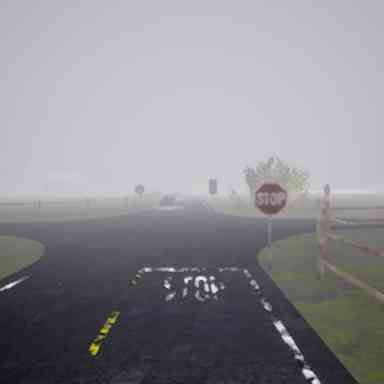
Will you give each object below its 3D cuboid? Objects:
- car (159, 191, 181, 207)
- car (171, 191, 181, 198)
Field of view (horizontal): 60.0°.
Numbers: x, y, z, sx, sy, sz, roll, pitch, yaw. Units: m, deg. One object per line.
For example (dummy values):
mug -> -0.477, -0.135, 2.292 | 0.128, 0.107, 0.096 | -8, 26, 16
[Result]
car -> -2.563, 0.911, 37.521 | 1.994, 1.385, 4.181 | 0, 2, 0
car -> -3.159, 0.407, 66.099 | 1.895, 1.301, 4.718 | 0, 1, -3
